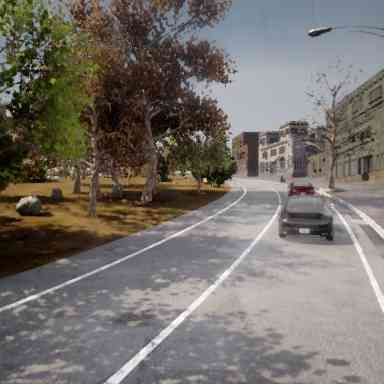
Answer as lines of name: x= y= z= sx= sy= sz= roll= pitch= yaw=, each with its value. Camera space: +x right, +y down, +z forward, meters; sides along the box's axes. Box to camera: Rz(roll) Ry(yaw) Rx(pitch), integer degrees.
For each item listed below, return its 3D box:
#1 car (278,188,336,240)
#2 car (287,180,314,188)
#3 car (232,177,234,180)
car: x=4.555 y=0.862 z=13.233 sx=1.837 sy=1.490 sz=4.892 roll=0 pitch=4 yaw=20
car: x=9.038 y=-0.238 z=27.766 sx=1.882 sy=1.535 sz=5.008 roll=0 pitch=4 yaw=14
car: x=7.885 y=-3.428 z=73.629 sx=1.837 sy=1.490 sz=4.892 roll=1 pitch=4 yaw=-7
